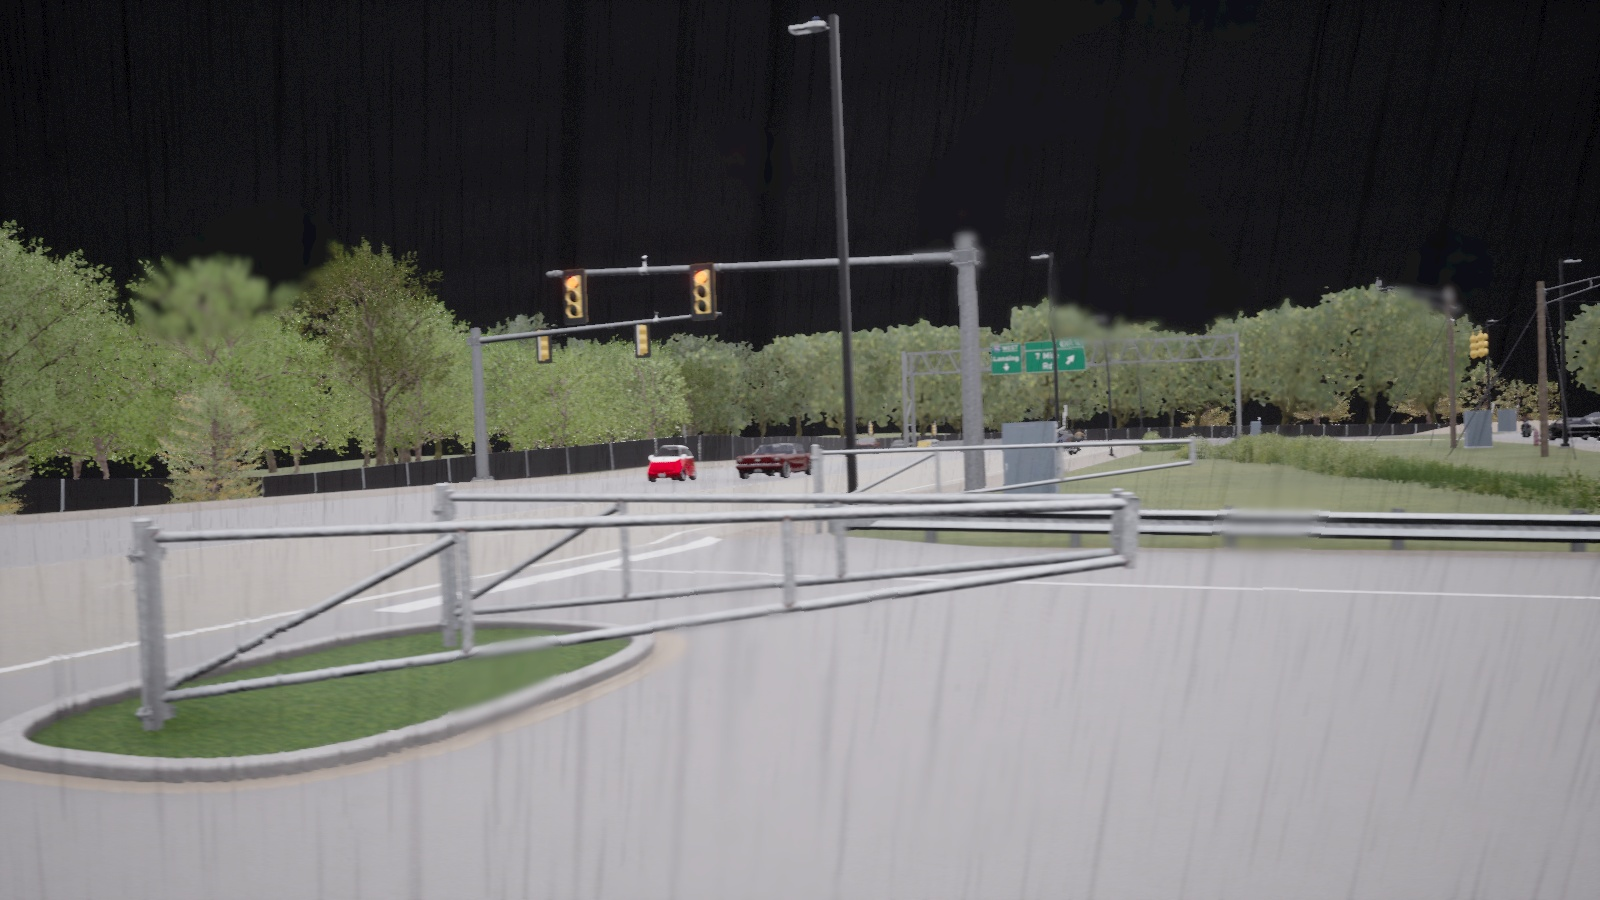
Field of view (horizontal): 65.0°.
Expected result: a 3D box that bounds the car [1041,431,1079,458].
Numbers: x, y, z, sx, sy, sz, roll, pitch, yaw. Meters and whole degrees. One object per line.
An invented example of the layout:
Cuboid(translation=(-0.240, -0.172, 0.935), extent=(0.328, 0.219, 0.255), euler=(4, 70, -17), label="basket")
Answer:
Cuboid(translation=(15.620, -0.330, 75.374), extent=(1.789, 1.549, 3.705), euler=(-1, 0, 18), label="car")

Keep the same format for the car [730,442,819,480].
Cuboid(translation=(-0.904, 0.398, 47.974), extent=(1.895, 1.301, 4.718), euler=(-1, 0, 18), label="car")

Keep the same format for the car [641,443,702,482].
Cuboid(translation=(-4.816, 0.461, 47.309), extent=(1.481, 1.376, 2.207), euler=(-1, 0, 18), label="car")

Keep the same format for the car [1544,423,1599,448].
Cuboid(translation=(43.119, -0.815, 69.922), extent=(1.895, 1.301, 4.718), euler=(-1, 1, 18), label="car")
